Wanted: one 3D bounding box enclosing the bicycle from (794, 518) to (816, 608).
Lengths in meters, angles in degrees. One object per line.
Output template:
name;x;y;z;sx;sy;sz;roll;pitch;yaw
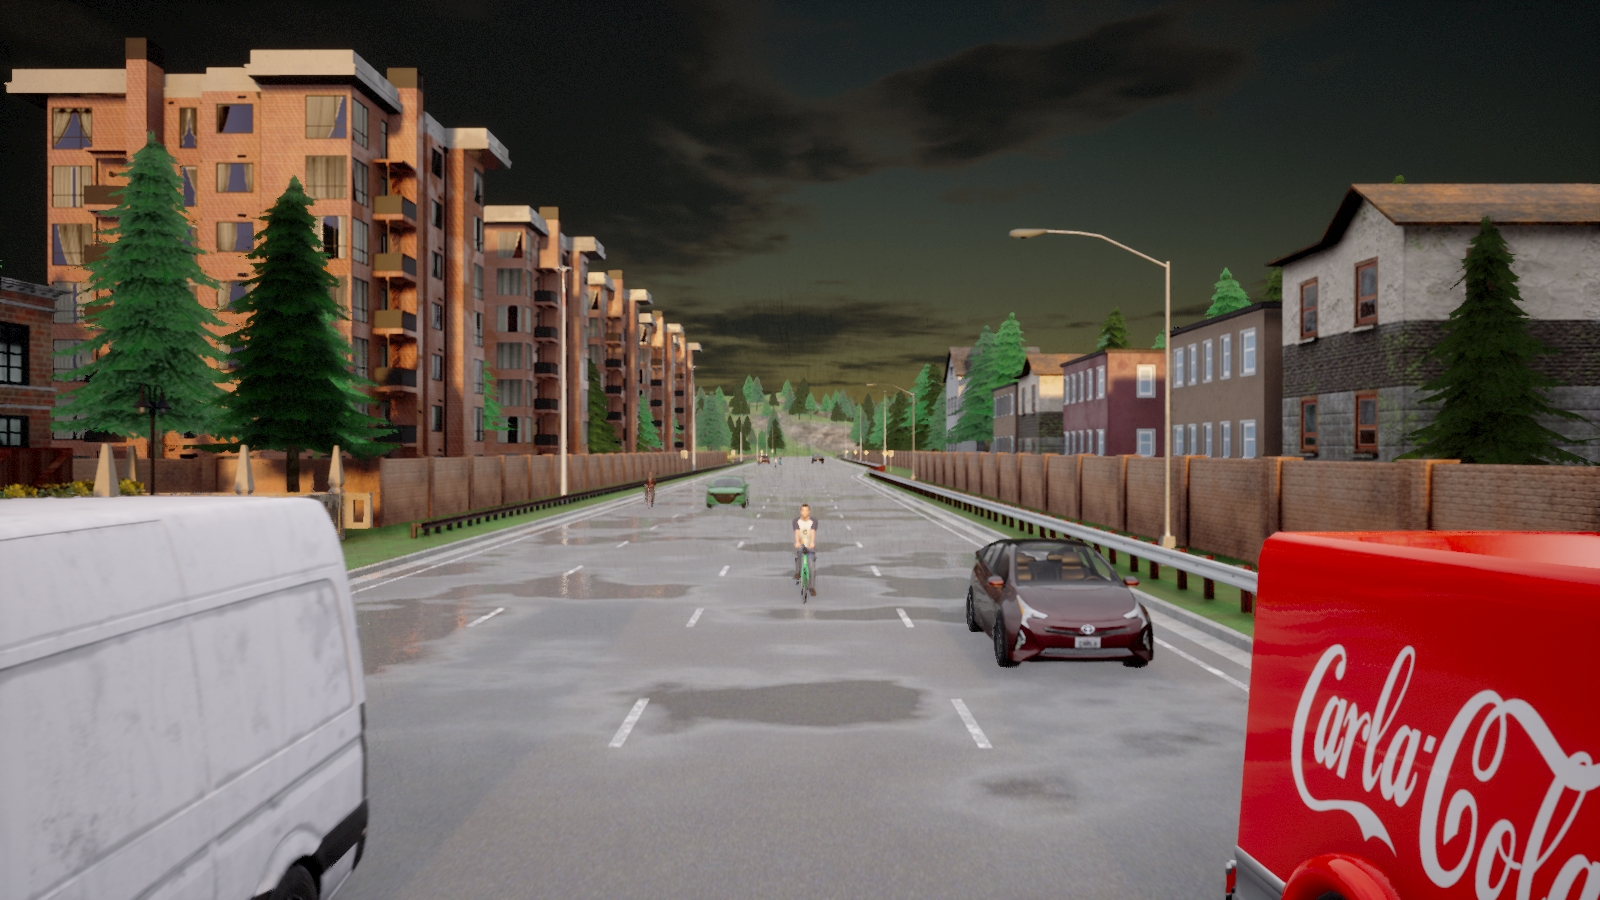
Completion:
bicycle;0.100;2.050;21.070;0.373;1.496;1.643;0;0;1

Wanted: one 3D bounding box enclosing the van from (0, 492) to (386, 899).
van;-3.499;1.533;3.938;1.988;2.561;5.915;0;0;0

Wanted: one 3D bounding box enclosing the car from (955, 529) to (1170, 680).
car;3.499;2.035;16.143;2.007;1.525;4.514;0;0;0

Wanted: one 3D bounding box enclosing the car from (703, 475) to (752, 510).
car;-3.501;2.020;55.847;2.097;1.535;5.006;0;0;0

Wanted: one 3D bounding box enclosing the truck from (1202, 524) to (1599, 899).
truck;3.500;1.583;3.581;2.627;2.467;5.204;0;-1;0

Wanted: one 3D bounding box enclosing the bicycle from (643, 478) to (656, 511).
bicycle;-6.998;2.047;53.242;0.329;1.471;1.835;0;0;0
